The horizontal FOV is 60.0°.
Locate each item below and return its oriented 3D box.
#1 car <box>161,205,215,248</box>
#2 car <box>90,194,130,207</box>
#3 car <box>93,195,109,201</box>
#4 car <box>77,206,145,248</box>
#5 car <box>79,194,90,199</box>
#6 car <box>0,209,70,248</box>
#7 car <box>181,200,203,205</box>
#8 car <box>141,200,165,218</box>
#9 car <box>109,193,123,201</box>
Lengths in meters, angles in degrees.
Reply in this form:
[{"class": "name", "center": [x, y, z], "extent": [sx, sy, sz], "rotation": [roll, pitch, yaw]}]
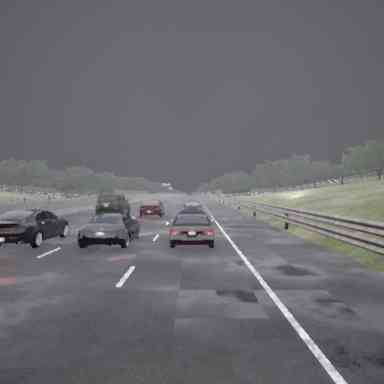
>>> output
[{"class": "car", "center": [0.001, 1.544, 14.644], "extent": [2.033, 1.411, 5.357], "rotation": [0, 0, 0]}, {"class": "car", "center": [-6.967, 1.203, 29.667], "extent": [2.150, 2.045, 5.566], "rotation": [0, 0, 0]}, {"class": "car", "center": [-20.756, 1.345, 75.937], "extent": [2.033, 1.411, 5.357], "rotation": [0, 0, 0]}, {"class": "car", "center": [-3.499, 1.553, 14.646], "extent": [1.994, 1.385, 4.181], "rotation": [0, 0, 0]}, {"class": "car", "center": [-24.256, 1.160, 75.983], "extent": [2.097, 1.767, 4.553], "rotation": [0, 0, 0]}, {"class": "car", "center": [-6.999, 1.497, 14.648], "extent": [1.837, 1.490, 4.892], "rotation": [0, 0, 0]}, {"class": "car", "center": [0.033, 1.478, 29.611], "extent": [1.812, 1.442, 4.674], "rotation": [0, 0, 0]}, {"class": "car", "center": [-3.467, 1.430, 29.623], "extent": [1.882, 1.535, 5.008], "rotation": [0, 0, 0]}, {"class": "car", "center": [-17.256, 1.160, 75.950], "extent": [2.097, 1.767, 4.553], "rotation": [0, 0, 0]}]
